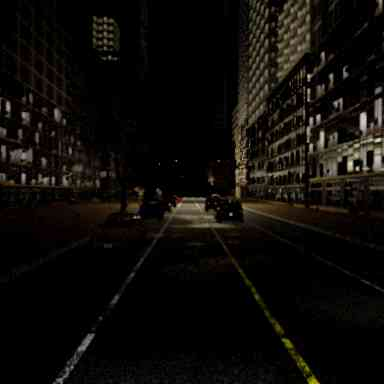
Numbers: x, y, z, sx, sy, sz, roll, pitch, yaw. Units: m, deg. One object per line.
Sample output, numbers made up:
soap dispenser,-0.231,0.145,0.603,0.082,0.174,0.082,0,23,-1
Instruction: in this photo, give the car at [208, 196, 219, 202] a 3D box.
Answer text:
car,4.900,1.544,76.213,2.008,1.369,4.403,0,0,-1

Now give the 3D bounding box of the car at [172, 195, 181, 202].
car,-3.478,1.466,75.959,1.752,1.417,4.829,0,0,-1

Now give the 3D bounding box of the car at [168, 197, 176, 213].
car,-3.079,1.513,36.455,2.008,1.369,4.403,0,0,-1

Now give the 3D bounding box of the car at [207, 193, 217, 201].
car,4.844,1.305,81.881,2.192,1.841,5.009,0,0,-1

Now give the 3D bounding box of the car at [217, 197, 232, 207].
car,5.129,1.551,53.542,1.887,1.381,4.507,0,0,-1

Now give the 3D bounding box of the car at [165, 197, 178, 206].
car,-3.249,1.479,53.289,1.752,1.417,4.829,0,0,-1

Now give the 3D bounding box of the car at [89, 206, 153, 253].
car,-2.849,1.500,13.615,1.752,1.417,4.829,0,0,-1

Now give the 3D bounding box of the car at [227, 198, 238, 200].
car,5.243,1.563,42.207,2.008,1.369,4.403,0,0,-1

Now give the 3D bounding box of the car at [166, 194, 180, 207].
car,-3.193,1.271,47.791,2.192,1.841,5.009,0,0,-1

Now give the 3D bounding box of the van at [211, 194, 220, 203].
van,4.958,1.338,70.545,1.690,1.788,3.998,0,0,-1

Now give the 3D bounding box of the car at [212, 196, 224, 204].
car,5.014,1.545,64.878,1.887,1.381,4.507,0,0,-1

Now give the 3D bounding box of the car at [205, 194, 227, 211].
car,2.620,1.348,39.876,2.097,1.767,4.553,0,0,0

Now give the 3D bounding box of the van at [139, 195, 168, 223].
van,-2.964,1.309,25.120,1.690,1.788,3.998,0,0,-1

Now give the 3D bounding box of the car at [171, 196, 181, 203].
car,-3.423,1.510,70.462,1.947,1.339,4.313,0,0,-1

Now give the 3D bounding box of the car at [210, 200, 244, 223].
car,2.771,1.568,25.807,1.994,1.385,4.181,0,0,0

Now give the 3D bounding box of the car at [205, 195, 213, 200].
car,4.728,1.564,93.216,1.802,1.307,4.206,0,0,-1

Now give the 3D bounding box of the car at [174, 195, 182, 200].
car,-3.594,1.499,87.464,1.947,1.339,4.313,0,0,-1

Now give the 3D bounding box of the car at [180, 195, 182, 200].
car,-3.366,1.492,64.794,1.887,1.381,4.507,0,0,-1
